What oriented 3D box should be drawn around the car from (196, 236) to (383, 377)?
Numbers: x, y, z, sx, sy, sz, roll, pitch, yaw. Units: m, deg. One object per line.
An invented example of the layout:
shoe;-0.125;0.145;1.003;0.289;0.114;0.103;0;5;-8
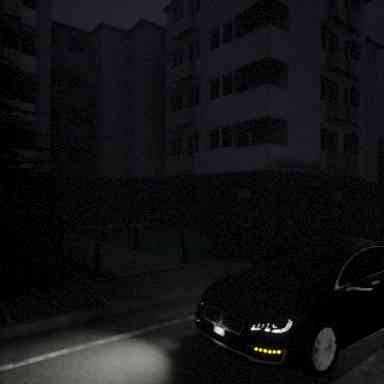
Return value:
car;2.292;1.578;5.750;4.892;1.490;1.837;1;-1;-37
